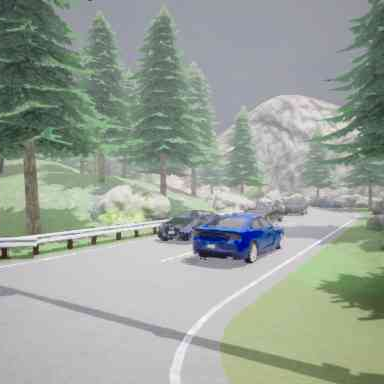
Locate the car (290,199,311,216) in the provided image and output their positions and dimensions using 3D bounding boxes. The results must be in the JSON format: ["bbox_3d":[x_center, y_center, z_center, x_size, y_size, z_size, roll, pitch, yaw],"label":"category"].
[{"bbox_3d":[10.497,1.529,33.494,1.837,1.490,4.892,0,0,25],"label":"car"}]

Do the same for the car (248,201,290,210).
[{"bbox_3d":[5.361,1.510,24.661,2.128,1.511,4.902,0,0,32],"label":"car"}]

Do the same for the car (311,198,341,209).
[{"bbox_3d":[18.165,1.590,45.768,2.033,1.411,5.357,0,0,-13],"label":"car"}]

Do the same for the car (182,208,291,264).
[{"bbox_3d":[1.880,1.542,12.151,1.882,1.535,5.008,0,-1,32],"label":"car"}]

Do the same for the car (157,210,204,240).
[{"bbox_3d":[0.144,1.576,16.194,1.994,1.385,4.181,0,0,32],"label":"car"}]
